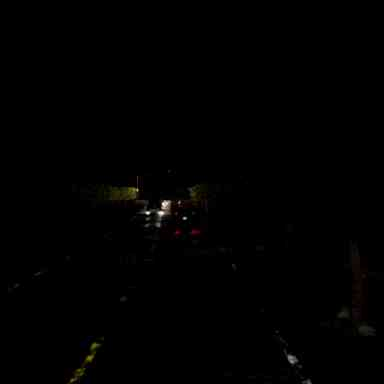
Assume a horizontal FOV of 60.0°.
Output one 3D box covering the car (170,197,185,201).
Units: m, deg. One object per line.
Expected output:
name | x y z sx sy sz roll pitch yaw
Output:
car | -1.681 1.361 41.862 2.097 1.767 4.553 0 0 -5

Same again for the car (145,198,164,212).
car | -4.471 1.513 39.964 1.837 1.490 4.892 0 0 -5

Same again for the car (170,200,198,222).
car | -0.629 1.595 26.250 1.895 1.301 4.718 0 0 -3
